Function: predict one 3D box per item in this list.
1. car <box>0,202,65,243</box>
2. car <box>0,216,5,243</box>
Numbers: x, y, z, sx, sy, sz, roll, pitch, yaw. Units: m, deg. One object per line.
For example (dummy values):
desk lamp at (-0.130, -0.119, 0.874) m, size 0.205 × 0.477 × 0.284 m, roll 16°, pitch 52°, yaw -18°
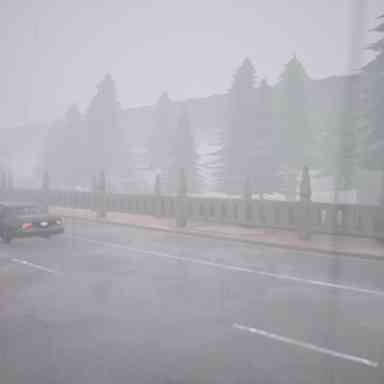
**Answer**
car at (-7.439, 1.121, 13.621) m, size 5.357 × 1.411 × 2.033 m, roll 3°, pitch 2°, yaw 36°
car at (-7.439, 1.268, 9.312) m, size 4.718 × 1.301 × 1.895 m, roll 3°, pitch 2°, yaw 36°
